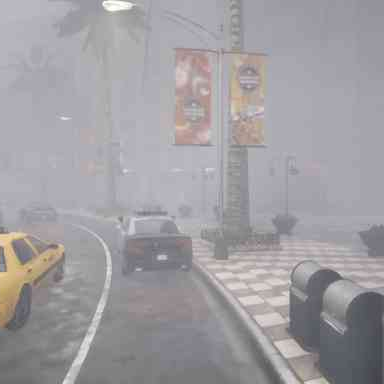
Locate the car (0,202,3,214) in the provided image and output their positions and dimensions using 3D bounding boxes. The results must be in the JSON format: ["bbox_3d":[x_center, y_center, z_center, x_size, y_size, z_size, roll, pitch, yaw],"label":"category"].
[{"bbox_3d":[-13.622,1.209,21.440,2.150,2.045,5.566,0,0,-35],"label":"car"}]

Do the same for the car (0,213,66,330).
[{"bbox_3d":[-3.851,1.451,6.646,1.801,1.575,5.366,0,0,-10],"label":"car"}]

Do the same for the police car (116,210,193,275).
[{"bbox_3d":[-1.379,1.422,10.782,1.930,1.638,5.238,0,0,-14],"label":"police car"}]

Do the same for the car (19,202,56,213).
[{"bbox_3d":[-11.076,1.480,23.783,2.128,1.511,4.902,0,0,-35],"label":"car"}]
